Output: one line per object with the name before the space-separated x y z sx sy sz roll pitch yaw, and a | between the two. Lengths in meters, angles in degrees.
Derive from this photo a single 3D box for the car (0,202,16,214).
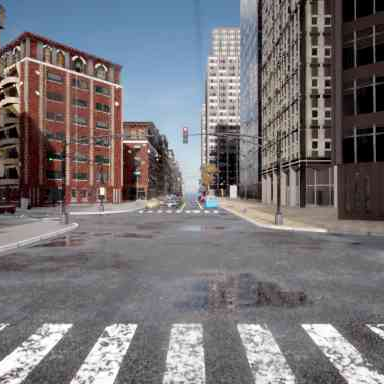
car | -21.145 1.790 36.464 4.718 1.301 1.895 -1 -1 41

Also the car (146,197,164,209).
car | -5.311 1.570 45.621 1.752 1.417 4.829 0 0 0

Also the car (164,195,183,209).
car | -2.812 1.537 45.981 2.128 1.511 4.902 0 0 2

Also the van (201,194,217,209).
van | 2.569 1.386 45.791 1.690 1.788 3.998 0 0 0

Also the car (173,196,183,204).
car | -2.774 1.621 66.435 1.812 1.442 4.674 0 0 1

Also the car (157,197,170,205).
car | -5.312 1.650 62.449 1.947 1.339 4.313 0 0 0

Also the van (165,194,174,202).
van | -5.311 1.474 79.105 1.690 1.788 3.998 0 0 0

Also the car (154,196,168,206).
car | -5.311 1.510 56.897 1.967 1.590 4.097 0 0 0

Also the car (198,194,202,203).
car | 2.568 1.645 68.001 1.887 1.381 4.507 0 0 0
